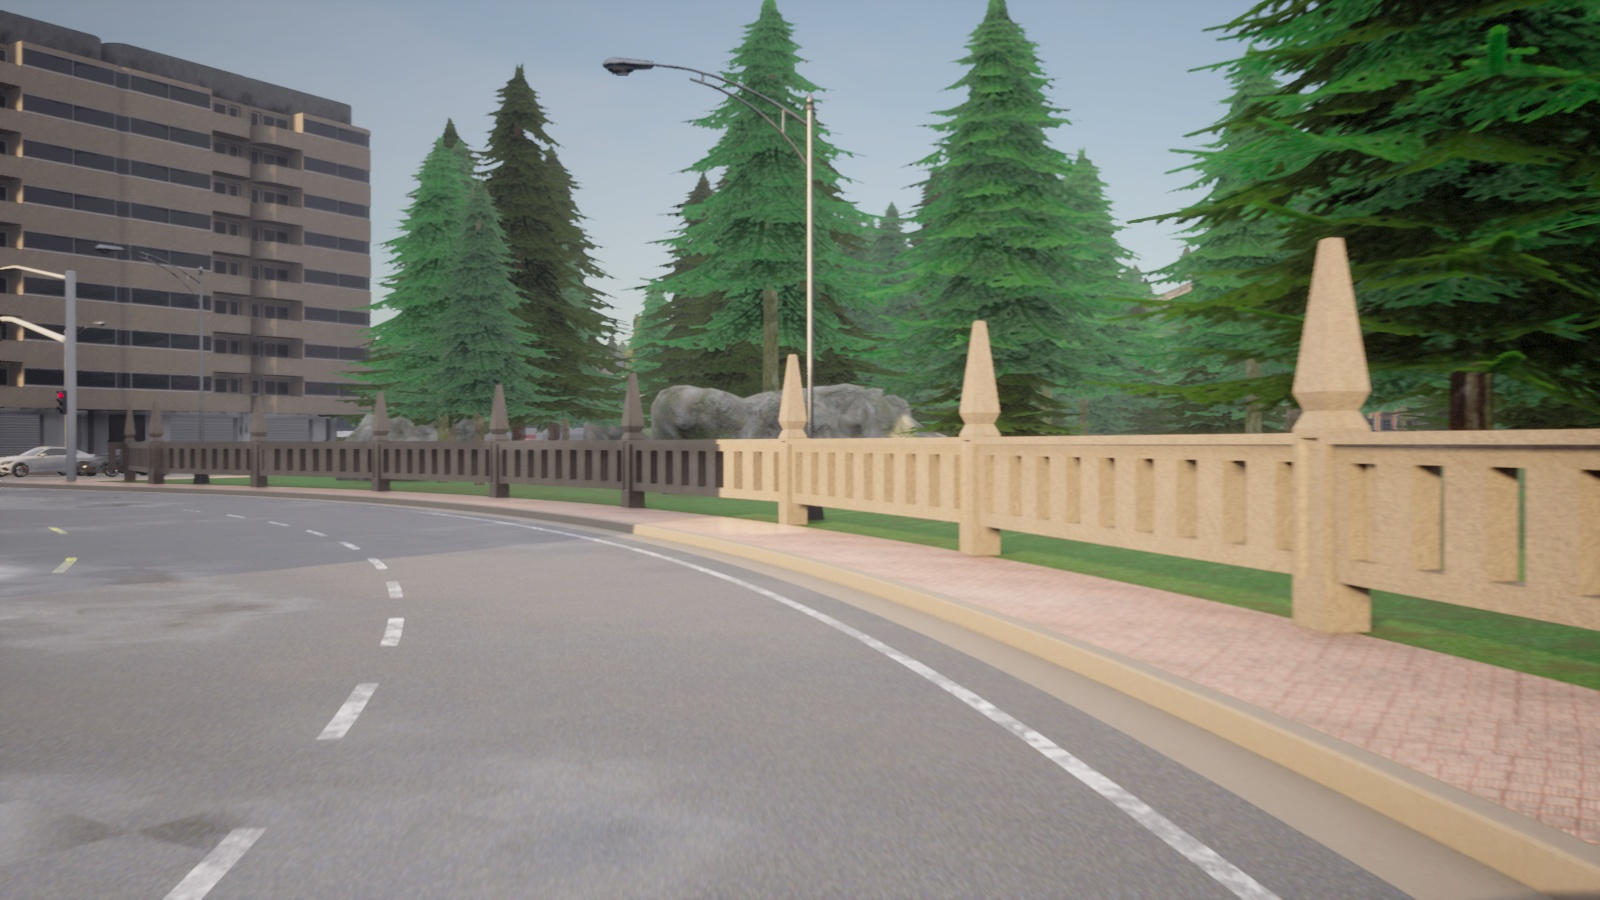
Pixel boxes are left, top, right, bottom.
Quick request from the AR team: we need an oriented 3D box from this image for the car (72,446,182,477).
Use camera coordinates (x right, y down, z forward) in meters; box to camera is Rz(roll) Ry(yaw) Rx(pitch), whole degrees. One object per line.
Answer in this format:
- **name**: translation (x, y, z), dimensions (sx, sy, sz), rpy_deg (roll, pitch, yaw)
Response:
- **car**: translation (-32.135, 0.527, 60.076), dimensions (1.994, 1.385, 4.181), rpy_deg (0, 0, 32)

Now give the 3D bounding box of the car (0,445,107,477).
- **car**: translation (-36.129, 0.487, 60.289), dimensions (1.812, 1.442, 4.674), rpy_deg (0, 0, 32)
